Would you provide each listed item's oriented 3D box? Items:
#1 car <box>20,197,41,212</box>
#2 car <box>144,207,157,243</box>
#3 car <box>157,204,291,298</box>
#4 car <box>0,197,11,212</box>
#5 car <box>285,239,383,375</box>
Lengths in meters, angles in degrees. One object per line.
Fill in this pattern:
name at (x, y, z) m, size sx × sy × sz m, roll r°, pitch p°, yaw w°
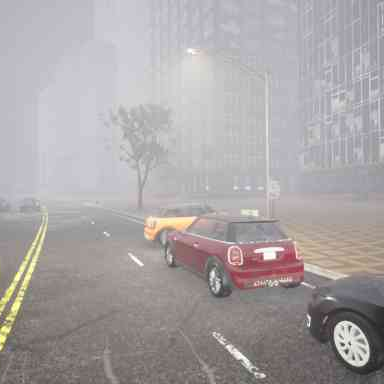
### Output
car at (-19.109, 1.392, 39.331) m, size 2.097 × 1.767 × 4.553 m, roll 0°, pitch 0°, yaw -24°
car at (0.231, 1.277, 14.616) m, size 4.553 × 1.767 × 2.097 m, roll -3°, pitch 1°, yaw -18°
car at (0.812, 1.355, 8.925) m, size 2.097 × 1.767 × 4.553 m, roll 0°, pitch 0°, yaw -23°
car at (-22.069, 1.389, 37.989) m, size 2.097 × 1.767 × 4.553 m, roll 0°, pitch 0°, yaw -24°
car at (3.584, 1.505, 3.473) m, size 1.837 × 1.490 × 4.892 m, roll 0°, pitch 0°, yaw -36°
